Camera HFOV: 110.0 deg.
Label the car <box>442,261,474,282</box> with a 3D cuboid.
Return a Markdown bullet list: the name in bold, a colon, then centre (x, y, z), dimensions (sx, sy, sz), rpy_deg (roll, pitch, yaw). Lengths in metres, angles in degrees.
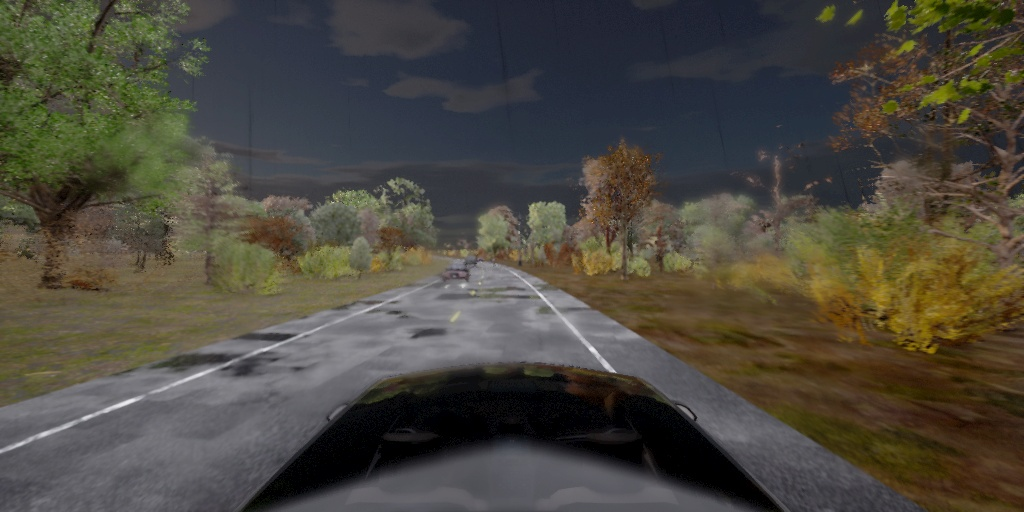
- **car**: centre (-4.351, 1.319, 28.595), dimensions (1.994, 1.385, 4.181), rpy_deg (0, 0, -3)
